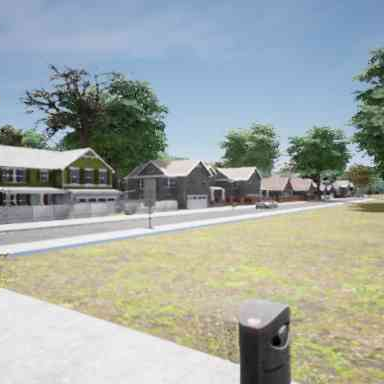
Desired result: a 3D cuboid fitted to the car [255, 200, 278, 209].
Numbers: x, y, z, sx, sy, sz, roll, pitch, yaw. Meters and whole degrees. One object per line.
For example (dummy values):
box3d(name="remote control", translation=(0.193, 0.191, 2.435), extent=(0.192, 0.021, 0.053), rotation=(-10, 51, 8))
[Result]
box3d(name="car", translation=(11.005, 1.802, 48.989), extent=(1.895, 1.301, 4.718), rotation=(-1, -1, 35))
